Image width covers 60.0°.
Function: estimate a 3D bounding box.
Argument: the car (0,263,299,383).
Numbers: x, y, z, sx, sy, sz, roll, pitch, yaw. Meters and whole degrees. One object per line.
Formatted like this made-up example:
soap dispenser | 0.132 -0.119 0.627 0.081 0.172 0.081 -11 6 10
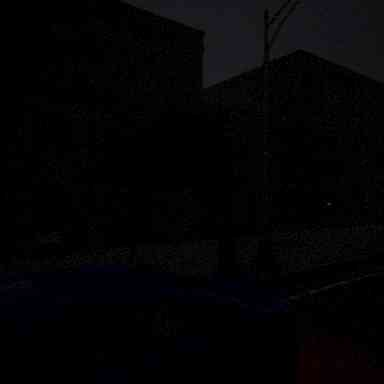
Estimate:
car | -1.203 1.478 2.827 5.008 1.535 1.882 0 0 -36
